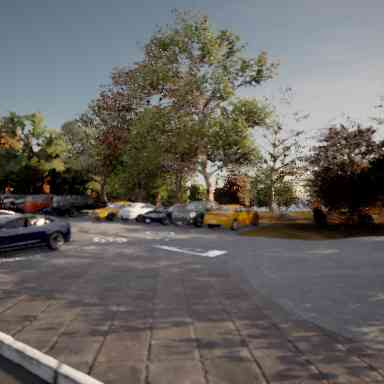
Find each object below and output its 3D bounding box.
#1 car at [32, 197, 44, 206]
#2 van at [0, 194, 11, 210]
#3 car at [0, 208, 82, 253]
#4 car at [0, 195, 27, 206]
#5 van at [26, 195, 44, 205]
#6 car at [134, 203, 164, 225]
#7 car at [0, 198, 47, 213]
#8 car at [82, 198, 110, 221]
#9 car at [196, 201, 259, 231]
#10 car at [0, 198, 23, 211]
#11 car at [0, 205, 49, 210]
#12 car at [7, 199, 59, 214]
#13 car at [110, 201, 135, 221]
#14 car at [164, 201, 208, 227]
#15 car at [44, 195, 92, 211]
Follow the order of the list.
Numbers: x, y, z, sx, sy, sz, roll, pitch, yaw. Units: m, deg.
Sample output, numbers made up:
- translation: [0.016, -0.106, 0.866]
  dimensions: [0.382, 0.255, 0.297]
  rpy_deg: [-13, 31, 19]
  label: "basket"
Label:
- translation: [-12.888, 1.550, 33.316]
  dimensions: [2.163, 1.488, 4.792]
  rpy_deg: [0, 0, 36]
  label: "car"
- translation: [-26.247, 1.308, 43.192]
  dimensions: [1.878, 1.987, 4.442]
  rpy_deg: [0, 0, 36]
  label: "van"
- translation: [-7.123, 1.628, 12.967]
  dimensions: [2.163, 1.488, 4.792]
  rpy_deg: [0, 0, 36]
  label: "car"
- translation: [-11.582, 1.324, 16.275]
  dimensions: [2.435, 2.045, 5.566]
  rpy_deg: [0, 0, 36]
  label: "car"
- translation: [-15.144, 1.285, 35.133]
  dimensions: [1.878, 1.987, 4.442]
  rpy_deg: [0, 0, 36]
  label: "van"
- translation: [-1.681, 1.608, 25.179]
  dimensions: [2.163, 1.488, 4.792]
  rpy_deg: [0, 0, 36]
  label: "car"
- translation: [-19.574, 1.535, 38.240]
  dimensions: [2.163, 1.488, 4.792]
  rpy_deg: [0, 0, 36]
  label: "car"
- translation: [-6.256, 1.552, 28.307]
  dimensions: [1.946, 1.575, 5.366]
  rpy_deg: [0, 0, 36]
  label: "car"
- translation: [2.717, 1.600, 22.016]
  dimensions: [2.097, 1.535, 5.008]
  rpy_deg: [0, 0, 36]
  label: "car"
- translation: [-24.070, 1.522, 41.474]
  dimensions: [2.097, 1.535, 5.008]
  rpy_deg: [0, 0, 36]
  label: "car"
- translation: [-9.350, 1.587, 14.626]
  dimensions: [2.097, 1.535, 5.008]
  rpy_deg: [0, 0, 36]
  label: "car"
- translation: [-17.439, 1.535, 36.690]
  dimensions: [2.163, 1.488, 4.792]
  rpy_deg: [0, 0, 36]
  label: "car"
- translation: [-3.907, 1.607, 26.828]
  dimensions: [2.002, 1.452, 4.674]
  rpy_deg: [0, 0, 36]
  label: "car"
- translation: [0.496, 1.463, 23.674]
  dimensions: [2.185, 1.767, 4.553]
  rpy_deg: [0, 0, 36]
  label: "car"
- translation: [-10.612, 1.281, 31.734]
  dimensions: [2.435, 2.045, 5.566]
  rpy_deg: [0, 0, 36]
  label: "car"
